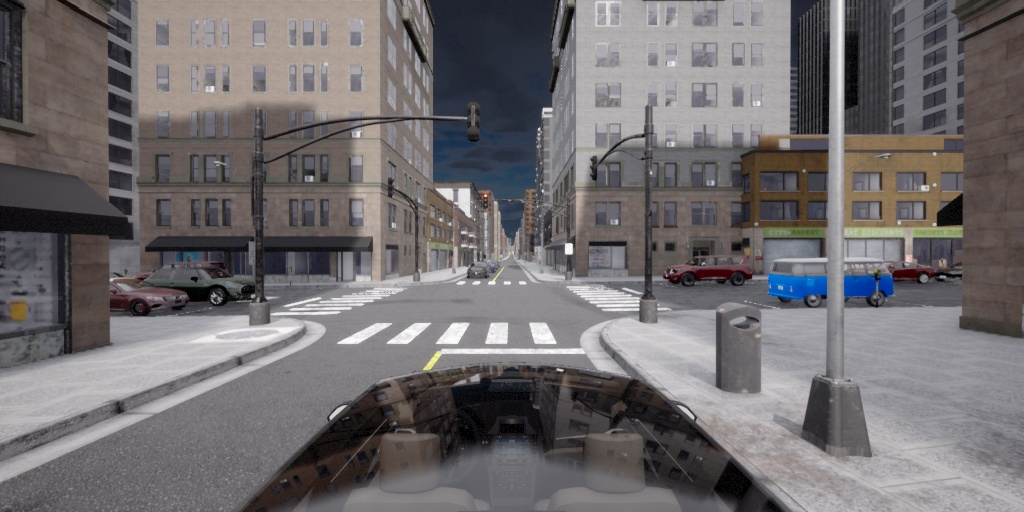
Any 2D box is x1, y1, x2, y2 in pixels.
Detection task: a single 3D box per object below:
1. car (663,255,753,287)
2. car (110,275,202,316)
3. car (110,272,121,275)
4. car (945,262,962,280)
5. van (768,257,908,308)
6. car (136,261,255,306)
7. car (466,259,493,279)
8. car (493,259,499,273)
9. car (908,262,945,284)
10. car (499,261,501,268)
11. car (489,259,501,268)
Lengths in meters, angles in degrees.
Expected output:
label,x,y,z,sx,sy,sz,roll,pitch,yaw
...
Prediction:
label,x,y,z,sx,sy,sz,roll,pitch,yaw
car,12.110,0.871,22.243,5.009,1.841,2.192,0,0,0
car,-14.810,1.527,13.670,4.207,1.307,1.802,0,0,0
car,-26.005,1.550,22.176,4.829,1.417,1.751,0,0,0
car,28.938,0.915,22.273,4.313,1.339,1.948,0,0,0
van,12.127,0.956,13.718,3.998,1.789,1.690,0,0,0
car,-14.000,1.268,16.312,4.553,1.767,2.097,-1,0,0
car,-3.071,1.258,33.344,1.837,1.490,4.892,0,0,0
car,-3.059,1.113,43.503,2.097,1.767,4.553,0,0,0
car,23.328,0.963,22.263,4.507,1.381,1.888,0,0,0
car,-3.049,1.279,53.651,1.837,1.490,4.892,0,0,0
car,-2.998,1.296,63.978,1.837,1.490,4.892,0,0,0
